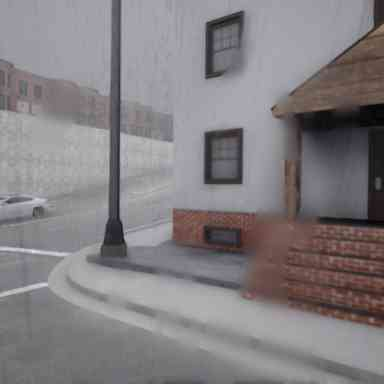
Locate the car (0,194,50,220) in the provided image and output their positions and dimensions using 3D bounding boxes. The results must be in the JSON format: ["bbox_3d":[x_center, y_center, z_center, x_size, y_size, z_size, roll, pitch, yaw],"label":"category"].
[{"bbox_3d":[-10.466,0.909,18.934,1.812,1.442,4.674,1,6,35],"label":"car"}]

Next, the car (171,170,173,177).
[{"bbox_3d":[-0.154,-2.466,33.559,2.128,1.511,4.902,1,14,35],"label":"car"}]
